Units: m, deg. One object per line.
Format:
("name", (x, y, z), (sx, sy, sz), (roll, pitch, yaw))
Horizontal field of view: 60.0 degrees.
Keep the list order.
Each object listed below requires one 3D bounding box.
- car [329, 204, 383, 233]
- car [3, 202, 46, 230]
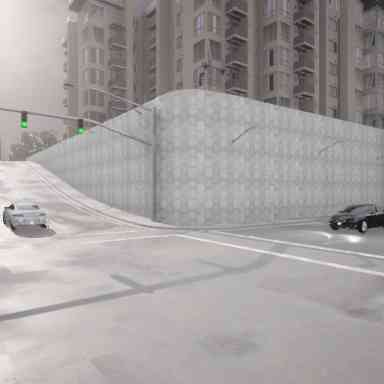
("car", (10.120, 1.505, 19.816), (4.892, 1.490, 1.837), (0, 0, -36))
("car", (-10.026, 1.296, 19.874), (1.812, 1.442, 4.674), (0, 3, -36))
